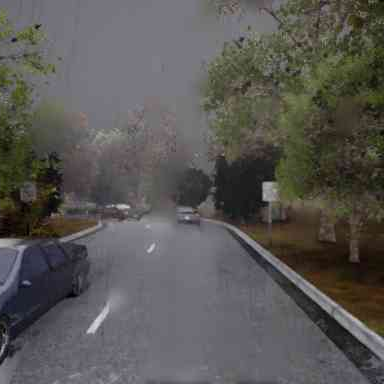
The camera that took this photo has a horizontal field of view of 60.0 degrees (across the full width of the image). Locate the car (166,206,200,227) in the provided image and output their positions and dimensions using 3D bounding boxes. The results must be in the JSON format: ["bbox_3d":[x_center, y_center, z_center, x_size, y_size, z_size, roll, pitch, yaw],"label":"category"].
[{"bbox_3d":[-0.675,1.671,23.812,1.994,1.385,4.181,0,0,-10],"label":"car"}]

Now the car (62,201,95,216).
[{"bbox_3d":[-11.880,1.760,35.086,4.892,1.490,1.837,0,-1,13],"label":"car"}]

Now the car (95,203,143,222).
[{"bbox_3d":[-5.986,1.653,27.842,1.812,1.442,4.674,2,-2,-43],"label":"car"}]

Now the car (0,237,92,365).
[{"bbox_3d":[-3.338,1.560,5.842,2.033,1.411,5.357,0,0,0],"label":"car"}]
